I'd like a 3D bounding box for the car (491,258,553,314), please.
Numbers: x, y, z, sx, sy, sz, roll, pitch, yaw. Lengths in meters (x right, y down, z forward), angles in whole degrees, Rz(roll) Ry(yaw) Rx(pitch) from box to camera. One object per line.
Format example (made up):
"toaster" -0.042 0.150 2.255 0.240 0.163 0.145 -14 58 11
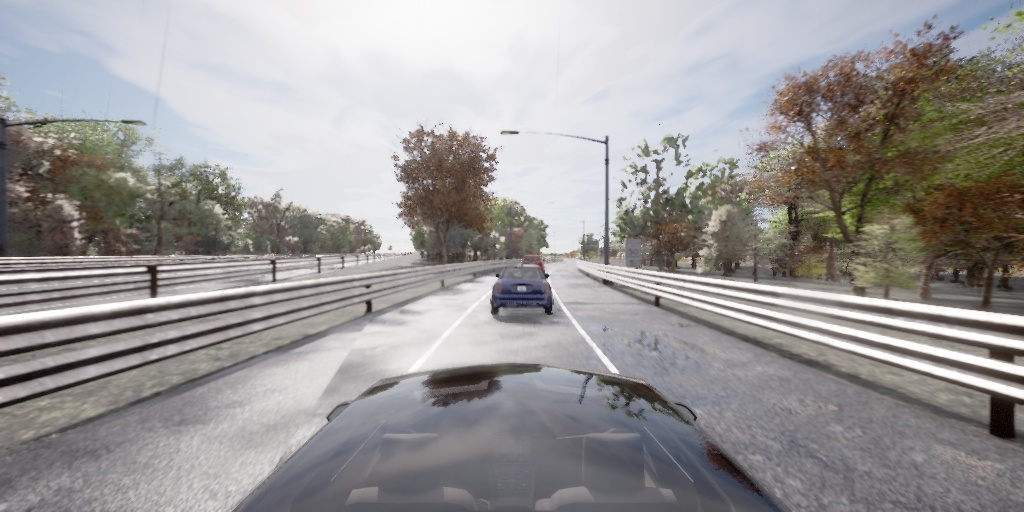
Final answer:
"car" 0.400 1.088 13.894 2.097 1.767 4.553 0 0 2

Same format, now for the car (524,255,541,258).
"car" 2.191 0.919 37.160 2.150 2.045 5.566 0 0 6
